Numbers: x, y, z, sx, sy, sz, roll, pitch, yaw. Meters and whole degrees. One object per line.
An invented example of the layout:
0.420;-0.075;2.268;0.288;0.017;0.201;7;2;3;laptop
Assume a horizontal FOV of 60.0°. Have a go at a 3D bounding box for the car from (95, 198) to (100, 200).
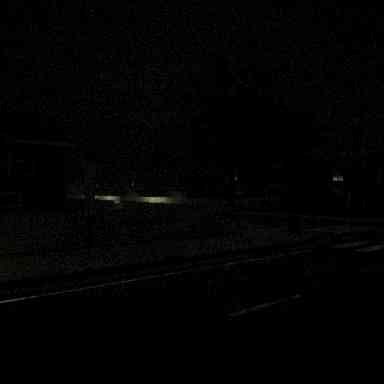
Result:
-16.081;1.653;54.216;1.994;1.385;4.181;0;0;-35;car
